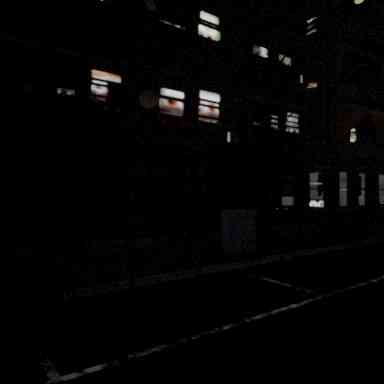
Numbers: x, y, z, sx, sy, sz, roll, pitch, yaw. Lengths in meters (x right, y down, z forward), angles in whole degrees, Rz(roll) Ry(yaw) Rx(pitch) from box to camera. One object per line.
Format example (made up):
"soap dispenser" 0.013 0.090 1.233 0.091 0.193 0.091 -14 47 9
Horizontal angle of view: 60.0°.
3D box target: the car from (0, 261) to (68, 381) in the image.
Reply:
"car" -3.735 1.568 3.892 4.313 1.339 1.947 0 0 -36
